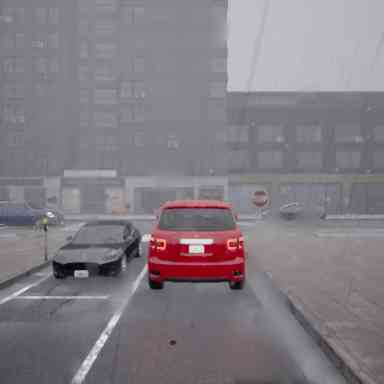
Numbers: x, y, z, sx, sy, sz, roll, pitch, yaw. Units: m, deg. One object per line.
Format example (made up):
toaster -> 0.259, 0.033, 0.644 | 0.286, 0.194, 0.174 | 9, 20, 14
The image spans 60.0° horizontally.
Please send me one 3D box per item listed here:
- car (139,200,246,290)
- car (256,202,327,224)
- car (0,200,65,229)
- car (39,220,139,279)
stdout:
car -> 0.132, 1.217, 9.229 | 2.150, 2.045, 5.566 | 0, 0, 1
car -> 7.002, 1.454, 23.577 | 4.902, 1.511, 2.128 | 0, 0, 0
car -> -10.347, 1.367, 20.672 | 4.553, 1.767, 2.097 | 0, 0, 0
car -> -2.615, 1.560, 10.054 | 1.947, 1.339, 4.313 | 0, 0, 0
